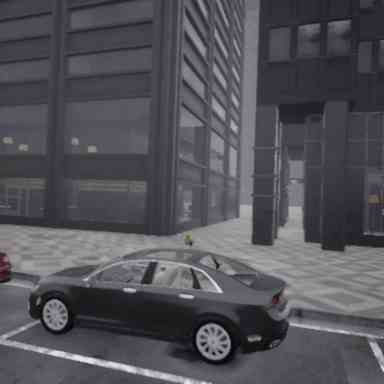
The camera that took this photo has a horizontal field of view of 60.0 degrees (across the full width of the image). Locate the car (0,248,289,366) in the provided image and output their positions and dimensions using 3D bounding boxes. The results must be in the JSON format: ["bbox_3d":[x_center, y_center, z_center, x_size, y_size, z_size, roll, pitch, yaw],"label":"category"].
[{"bbox_3d":[-0.648,1.642,5.634,4.403,1.369,2.008,2,-1,18],"label":"car"}]
